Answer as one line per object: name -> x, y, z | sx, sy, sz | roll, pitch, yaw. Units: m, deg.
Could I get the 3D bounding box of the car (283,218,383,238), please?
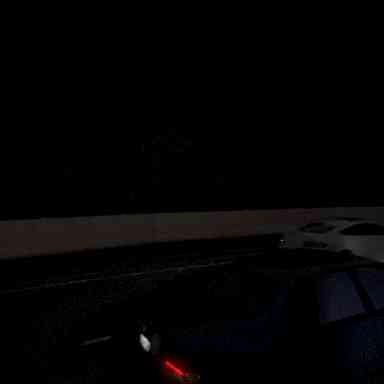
car -> 4.810, 1.502, 9.992 | 4.674, 1.442, 1.812 | 0, 0, -23

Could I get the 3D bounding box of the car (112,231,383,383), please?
car -> 1.722, 1.536, 4.516 | 5.357, 1.411, 2.033 | 0, 0, -29
